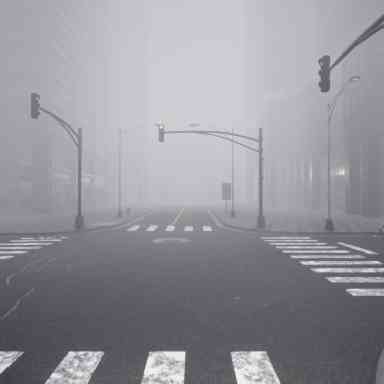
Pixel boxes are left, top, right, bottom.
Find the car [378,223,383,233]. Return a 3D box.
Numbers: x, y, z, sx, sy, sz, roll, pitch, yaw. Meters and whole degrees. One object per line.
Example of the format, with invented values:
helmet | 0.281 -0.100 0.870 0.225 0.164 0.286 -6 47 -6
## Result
car | 11.758 1.564 16.205 4.829 1.417 1.752 0 -1 0
